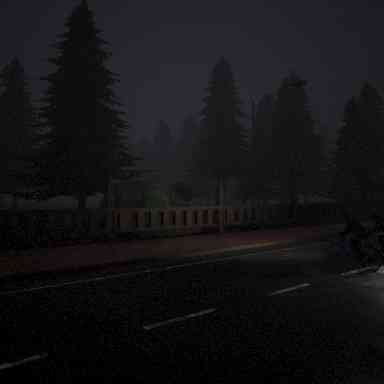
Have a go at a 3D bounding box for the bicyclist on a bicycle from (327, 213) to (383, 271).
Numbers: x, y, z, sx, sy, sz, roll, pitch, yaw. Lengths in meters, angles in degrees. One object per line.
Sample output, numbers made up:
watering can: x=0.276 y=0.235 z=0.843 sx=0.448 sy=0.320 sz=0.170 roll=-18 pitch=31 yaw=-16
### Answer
bicyclist on a bicycle: x=4.755 y=1.455 z=9.849 sx=0.582 sy=1.620 sz=1.656 roll=0 pitch=-2 yaw=-39
